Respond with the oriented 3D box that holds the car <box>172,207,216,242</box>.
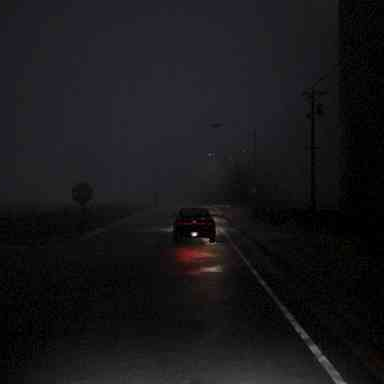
[{"bbox_3d":[0.111,1.494,16.194,1.837,1.490,4.892,0,0,0],"label":"car"}]
